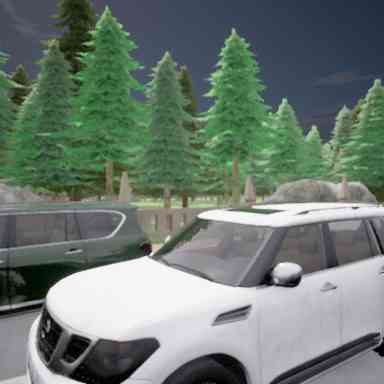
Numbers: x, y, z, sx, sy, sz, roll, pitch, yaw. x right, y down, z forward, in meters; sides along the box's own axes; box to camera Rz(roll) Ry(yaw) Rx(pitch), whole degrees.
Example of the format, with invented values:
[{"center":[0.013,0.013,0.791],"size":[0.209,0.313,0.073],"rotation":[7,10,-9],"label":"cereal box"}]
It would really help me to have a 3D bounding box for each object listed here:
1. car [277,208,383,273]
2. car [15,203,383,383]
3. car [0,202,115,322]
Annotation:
[{"center":[5.399,1.418,10.956],"size":[5.008,1.535,1.882],"rotation":[0,0,-27],"label":"car"},{"center":[0.945,1.205,4.385],"size":[5.566,2.045,2.150],"rotation":[0,0,-33],"label":"car"},{"center":[-3.348,1.222,5.699],"size":[5.566,2.045,2.150],"rotation":[0,0,-34],"label":"car"}]
